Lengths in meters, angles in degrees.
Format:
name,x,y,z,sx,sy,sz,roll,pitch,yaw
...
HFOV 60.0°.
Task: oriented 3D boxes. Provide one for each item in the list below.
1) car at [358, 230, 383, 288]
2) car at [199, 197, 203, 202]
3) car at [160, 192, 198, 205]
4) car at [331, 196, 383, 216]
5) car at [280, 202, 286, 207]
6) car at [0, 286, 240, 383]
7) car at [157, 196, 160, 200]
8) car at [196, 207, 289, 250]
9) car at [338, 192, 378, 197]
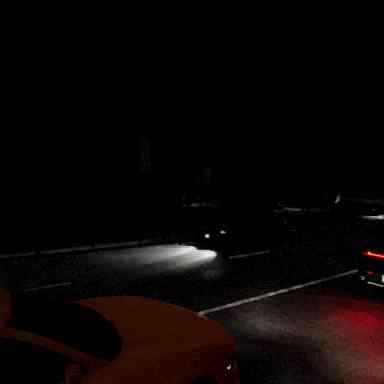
name,x,y,z,sx,sy,sz,roll,pitch,yaw
car,5.869,1.468,7.951,4.892,1.490,1.837,0,0,-36
car,0.129,1.309,67.003,1.895,1.301,4.718,-1,0,-39
car,-2.141,1.020,52.758,2.150,2.045,5.566,-1,0,-39
car,14.703,1.356,30.081,1.994,1.385,4.181,0,0,-21
car,8.768,1.292,39.206,1.837,1.490,4.892,-1,0,-39
car,-1.837,1.478,2.419,5.008,1.535,1.882,0,0,-36
car,-6.220,1.238,74.781,2.128,1.511,4.902,-1,0,-38
car,2.217,1.523,14.182,4.181,1.385,1.994,0,0,-35
car,17.526,0.974,33.904,2.150,2.045,5.566,-1,0,-39
